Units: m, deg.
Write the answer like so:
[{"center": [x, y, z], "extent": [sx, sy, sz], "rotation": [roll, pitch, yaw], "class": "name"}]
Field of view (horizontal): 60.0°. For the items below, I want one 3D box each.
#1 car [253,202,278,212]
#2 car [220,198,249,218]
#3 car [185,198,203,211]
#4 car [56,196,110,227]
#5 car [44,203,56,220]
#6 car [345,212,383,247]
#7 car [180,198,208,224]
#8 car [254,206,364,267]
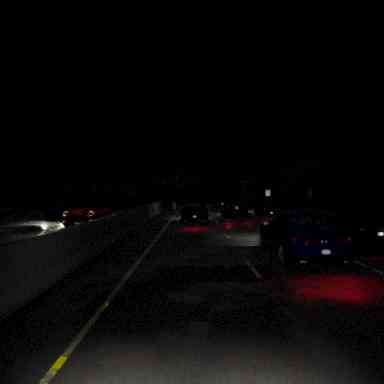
[{"center": [7.203, 1.582, 32.279], "extent": [1.895, 1.301, 4.718], "rotation": [0, 0, 0], "class": "car"}, {"center": [3.694, 1.334, 29.489], "extent": [2.097, 1.767, 4.553], "rotation": [0, 0, 0], "class": "car"}, {"center": [0.237, 1.536, 42.501], "extent": [2.128, 1.511, 4.902], "rotation": [0, -1, 0], "class": "car"}, {"center": [-7.024, 1.333, 22.440], "extent": [2.097, 1.767, 4.553], "rotation": [0, 0, 0], "class": "car"}, {"center": [-10.503, 1.453, 27.725], "extent": [1.882, 1.535, 5.008], "rotation": [0, 0, 0], "class": "car"}, {"center": [7.149, 1.558, 14.578], "extent": [1.994, 1.385, 4.181], "rotation": [0, 0, 0], "class": "car"}, {"center": [0.177, 1.461, 24.406], "extent": [1.882, 1.535, 5.008], "rotation": [0, 0, 0], "class": "car"}, {"center": [3.639, 1.472, 11.476], "extent": [1.882, 1.535, 5.008], "rotation": [0, 0, 0], "class": "car"}]
